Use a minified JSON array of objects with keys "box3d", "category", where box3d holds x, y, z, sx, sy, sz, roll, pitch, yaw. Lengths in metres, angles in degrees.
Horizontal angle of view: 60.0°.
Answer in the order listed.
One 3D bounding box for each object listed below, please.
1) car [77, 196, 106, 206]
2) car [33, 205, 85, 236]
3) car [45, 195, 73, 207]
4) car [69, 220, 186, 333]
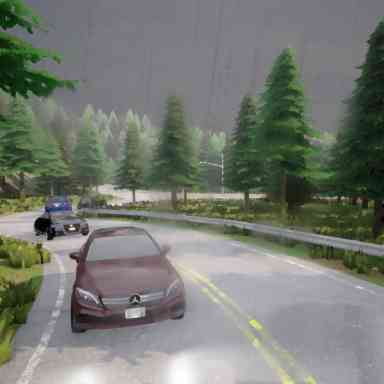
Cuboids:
[{"box3d":[-12.750,1.289,42.829,2.097,1.767,4.553,2,2,13],"category":"car"},{"box3d":[-7.096,1.663,17.875,1.994,1.385,4.181,-4,2,-38],"category":"car"},{"box3d":[-12.886,1.326,32.238,2.150,2.045,5.566,-1,0,-18],"category":"car"},{"box3d":[-1.527,1.523,7.103,1.812,1.442,4.674,-2,0,-17],"category":"car"}]
